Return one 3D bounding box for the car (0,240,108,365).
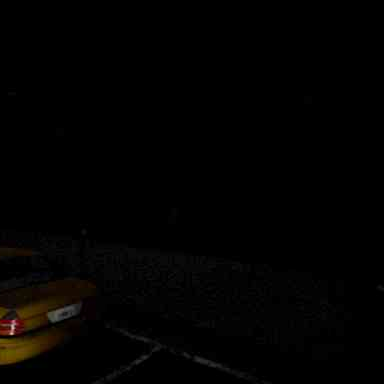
[{"bbox_3d":[-3.489,1.483,5.565,4.829,1.417,1.752,1,0,35],"label":"car"}]
